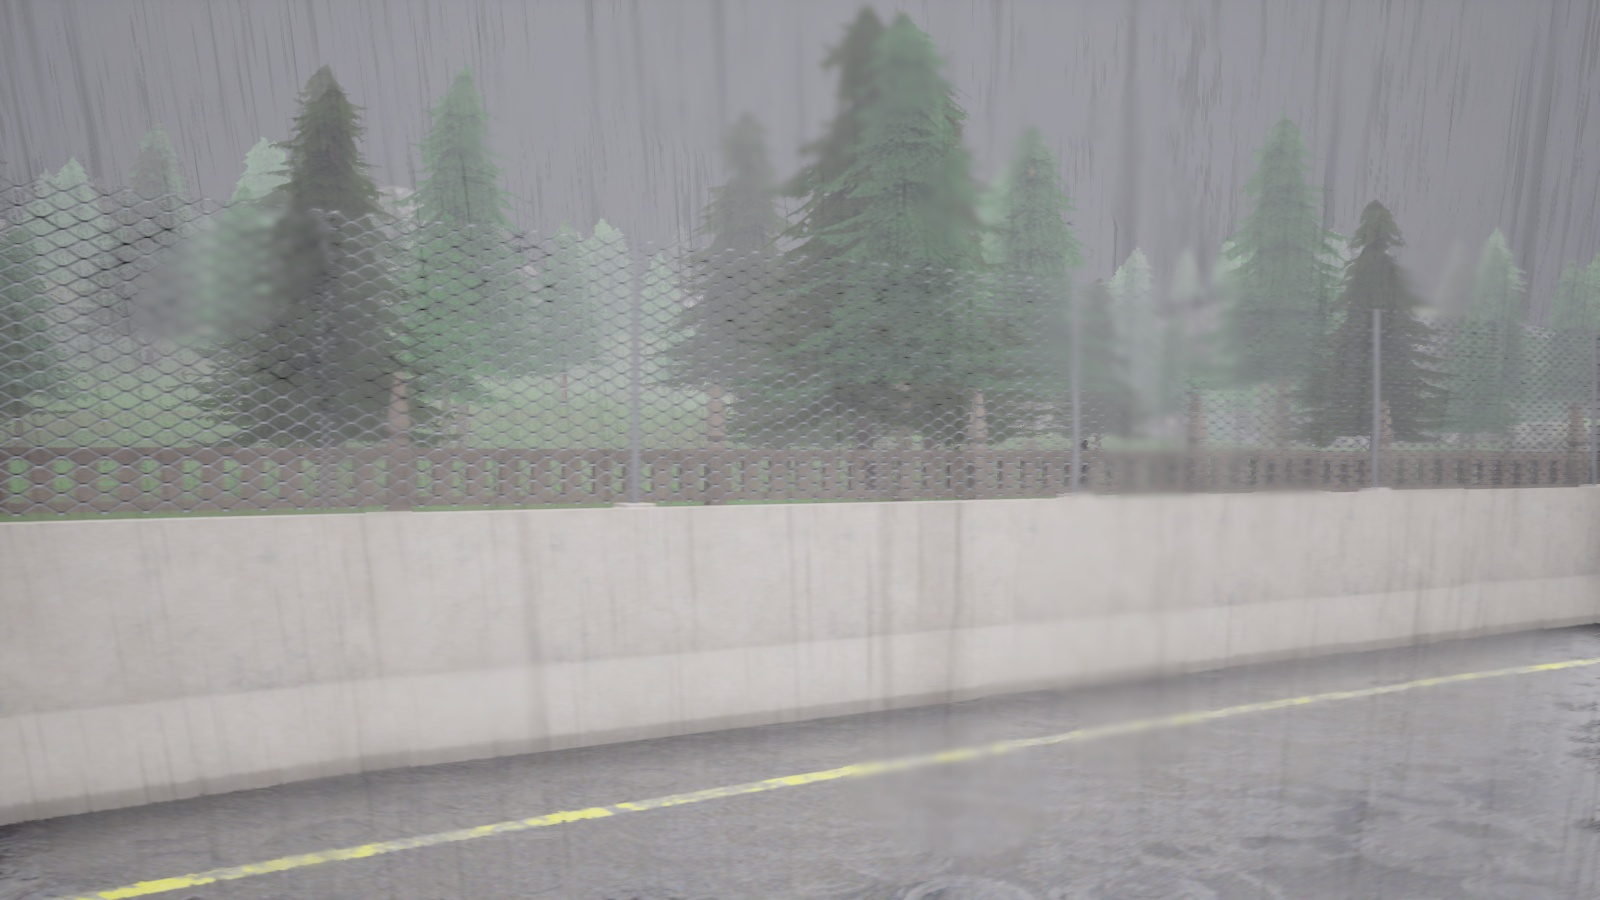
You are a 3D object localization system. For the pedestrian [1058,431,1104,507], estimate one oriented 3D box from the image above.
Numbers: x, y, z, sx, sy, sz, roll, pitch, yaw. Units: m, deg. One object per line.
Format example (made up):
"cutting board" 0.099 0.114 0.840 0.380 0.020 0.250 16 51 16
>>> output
"pedestrian" 6.915 0.455 30.899 0.899 1.844 0.634 0 0 -23
